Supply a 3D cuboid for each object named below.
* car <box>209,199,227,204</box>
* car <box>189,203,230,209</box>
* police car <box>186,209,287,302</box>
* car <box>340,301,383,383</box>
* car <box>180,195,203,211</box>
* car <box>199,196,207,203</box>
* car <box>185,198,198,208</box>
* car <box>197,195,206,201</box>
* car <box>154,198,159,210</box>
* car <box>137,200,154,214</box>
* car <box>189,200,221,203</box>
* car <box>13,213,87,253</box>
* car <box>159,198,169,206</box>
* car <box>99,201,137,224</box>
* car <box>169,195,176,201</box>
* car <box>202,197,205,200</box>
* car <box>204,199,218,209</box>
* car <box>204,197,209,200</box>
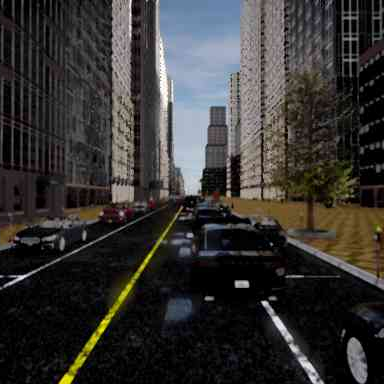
[{"bbox_3d":[2.670,1.658,30.920,2.008,1.369,4.403,0,0,0],"label":"car"},{"bbox_3d":[0.884,1.569,18.421,1.837,1.490,4.892,0,0,0],"label":"car"},{"bbox_3d":[0.893,1.455,8.531,1.930,1.638,5.238,0,0,0],"label":"police car"},{"bbox_3d":[2.694,1.559,2.475,2.008,1.369,4.403,0,0,0],"label":"car"},{"bbox_3d":[-0.021,1.372,43.098,2.150,2.045,5.566,0,0,0],"label":"car"},{"bbox_3d":[2.627,1.823,82.290,1.752,1.417,4.829,0,0,0],"label":"car"},{"bbox_3d":[-0.045,1.737,54.058,2.033,1.411,5.357,0,0,0],"label":"car"},{"bbox_3d":[2.619,1.657,93.498,2.192,1.841,5.009,0,0,0],"label":"car"},{"bbox_3d":[-5.720,1.692,42.312,1.887,1.381,4.507,0,0,0],"label":"car"},{"bbox_3d":[-5.715,1.678,36.624,2.008,1.369,4.403,0,0,0],"label":"car"},{"bbox_3d":[0.879,1.589,24.422,1.837,1.490,4.892,0,0,0],"label":"car"},{"bbox_3d":[-5.696,1.599,13.867,2.008,1.369,4.403,0,0,0],"label":"car"},{"bbox_3d":[-5.734,1.755,59.380,1.887,1.381,4.507,0,0,0],"label":"car"},{"bbox_3d":[-5.704,1.527,25.246,1.967,1.590,4.097,0,0,0],"label":"car"},{"bbox_3d":[-5.763,1.893,93.514,2.008,1.369,4.403,0,0,0],"label":"car"},{"bbox_3d":[2.661,1.692,42.297,1.887,1.381,4.507,0,0,0],"label":"car"},{"bbox_3d":[2.656,1.750,47.987,1.802,1.307,4.206,0,0,0],"label":"car"},{"bbox_3d":[2.666,1.567,36.608,1.967,1.590,4.097,0,0,0],"label":"car"}]
